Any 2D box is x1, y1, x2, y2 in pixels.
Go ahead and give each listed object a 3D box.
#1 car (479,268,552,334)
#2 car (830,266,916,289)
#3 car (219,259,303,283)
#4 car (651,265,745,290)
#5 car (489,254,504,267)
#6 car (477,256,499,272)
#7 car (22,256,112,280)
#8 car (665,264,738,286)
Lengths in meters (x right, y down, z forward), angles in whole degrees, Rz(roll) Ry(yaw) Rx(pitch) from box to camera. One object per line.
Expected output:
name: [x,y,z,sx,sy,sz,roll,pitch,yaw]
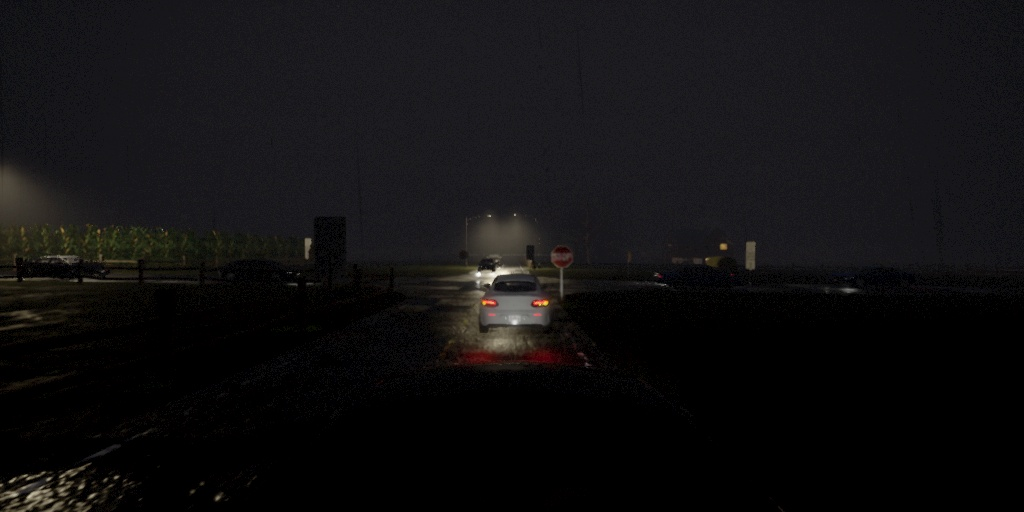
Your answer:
car: [0.131,1.229,10.344,1.812,1.442,4.674,0,0,2]
car: [25.852,1.463,25.820,5.008,1.535,1.882,0,1,1]
car: [-16.461,0.937,23.637,4.892,1.490,1.837,1,1,0]
car: [12.036,1.378,23.535,5.357,1.411,2.033,1,1,6]
car: [-2.791,0.675,56.350,2.150,2.045,5.566,0,0,0]
car: [-2.822,1.040,40.991,1.837,1.490,4.892,0,0,0]
car: [-29.613,0.739,23.837,4.902,1.511,2.128,1,1,1]
car: [13.655,1.369,26.027,4.181,1.385,1.994,1,1,1]
